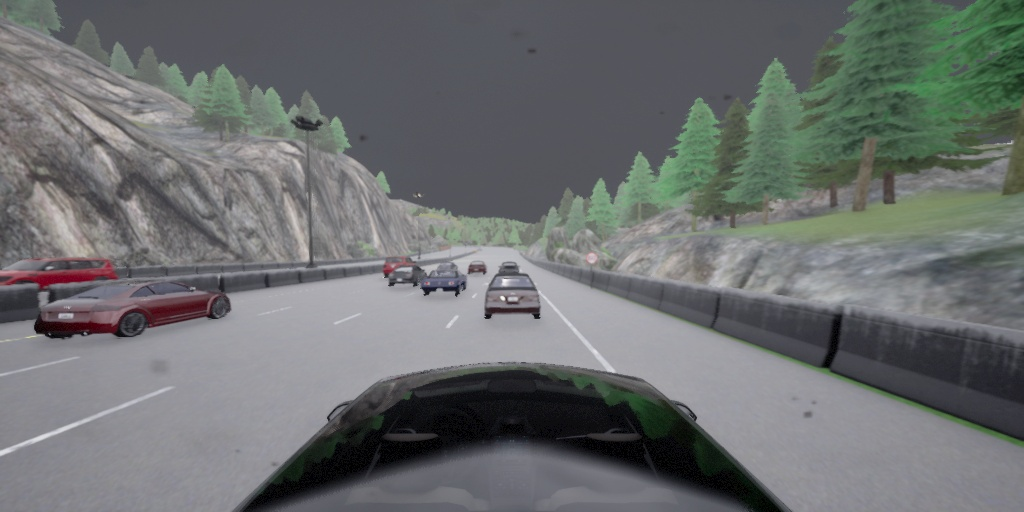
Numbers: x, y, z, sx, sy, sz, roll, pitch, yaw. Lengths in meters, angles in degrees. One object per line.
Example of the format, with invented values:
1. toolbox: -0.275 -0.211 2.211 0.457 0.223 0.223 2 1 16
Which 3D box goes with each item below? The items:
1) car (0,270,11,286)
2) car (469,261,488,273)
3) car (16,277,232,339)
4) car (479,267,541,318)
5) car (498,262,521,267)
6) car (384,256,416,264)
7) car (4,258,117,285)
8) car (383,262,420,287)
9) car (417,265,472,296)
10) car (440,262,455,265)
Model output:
1. car: -21.178 1.392 12.108 1.812 1.442 4.674 0 0 -1
2. car: -3.829 1.266 40.571 1.882 1.535 5.008 0 0 -1
3. car: -10.473 1.376 10.408 1.994 1.385 4.181 0 0 -1
4. car: -0.004 1.312 13.012 2.033 1.411 5.357 0 0 -1
5. car: -0.246 1.289 33.415 1.837 1.490 4.892 0 0 -1
6. car: -10.775 1.056 34.995 2.150 2.045 5.566 0 0 -1
7. car: -24.751 1.116 19.156 2.150 2.045 5.566 0 0 0
8. car: -7.146 1.340 24.977 1.812 1.442 4.674 0 0 -1
9. car: -3.585 1.392 19.852 1.895 1.301 4.718 0 0 -1
10. car: -7.340 1.350 41.348 2.033 1.411 5.357 0 0 -1
